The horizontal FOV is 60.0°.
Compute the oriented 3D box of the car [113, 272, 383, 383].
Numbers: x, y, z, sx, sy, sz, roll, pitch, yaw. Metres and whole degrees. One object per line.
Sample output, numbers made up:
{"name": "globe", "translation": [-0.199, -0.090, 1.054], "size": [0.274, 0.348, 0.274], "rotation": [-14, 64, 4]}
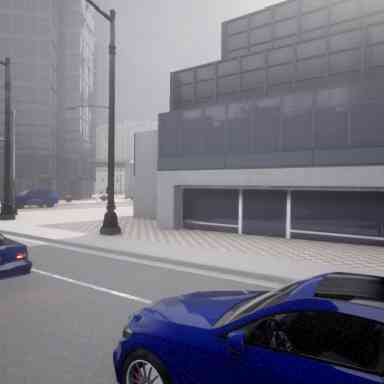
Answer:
{"name": "car", "translation": [1.322, 1.517, 3.045], "size": [4.674, 1.442, 1.812], "rotation": [0, 0, 36]}

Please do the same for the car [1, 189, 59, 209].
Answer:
{"name": "car", "translation": [-16.963, 0.670, 35.209], "size": [2.150, 2.045, 5.566], "rotation": [1, 1, 36]}

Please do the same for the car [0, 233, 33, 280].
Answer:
{"name": "car", "translation": [-6.221, 1.441, 8.507], "size": [5.357, 1.411, 2.033], "rotation": [1, 1, 36]}
